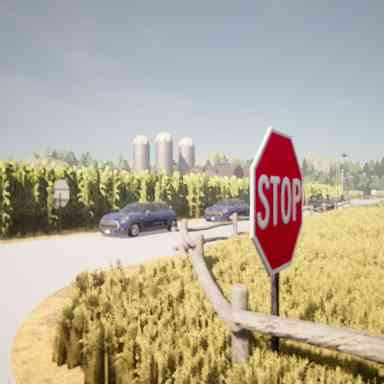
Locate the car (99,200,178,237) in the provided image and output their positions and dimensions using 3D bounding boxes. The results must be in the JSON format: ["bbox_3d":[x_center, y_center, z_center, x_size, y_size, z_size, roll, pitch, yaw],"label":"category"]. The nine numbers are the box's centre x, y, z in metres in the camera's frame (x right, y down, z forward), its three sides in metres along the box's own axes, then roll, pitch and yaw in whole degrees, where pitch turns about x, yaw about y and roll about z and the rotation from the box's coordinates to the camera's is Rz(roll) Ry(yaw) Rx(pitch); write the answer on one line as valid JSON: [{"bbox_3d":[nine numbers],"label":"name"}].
[{"bbox_3d":[-2.815,1.347,18.064,2.097,1.767,4.553,0,0,35],"label":"car"}]

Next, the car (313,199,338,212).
[{"bbox_3d":[15.168,1.488,37.692,2.128,1.511,4.902,0,0,35],"label":"car"}]

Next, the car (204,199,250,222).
[{"bbox_3d":[2.829,1.347,25.996,2.097,1.767,4.553,0,0,36],"label":"car"}]
